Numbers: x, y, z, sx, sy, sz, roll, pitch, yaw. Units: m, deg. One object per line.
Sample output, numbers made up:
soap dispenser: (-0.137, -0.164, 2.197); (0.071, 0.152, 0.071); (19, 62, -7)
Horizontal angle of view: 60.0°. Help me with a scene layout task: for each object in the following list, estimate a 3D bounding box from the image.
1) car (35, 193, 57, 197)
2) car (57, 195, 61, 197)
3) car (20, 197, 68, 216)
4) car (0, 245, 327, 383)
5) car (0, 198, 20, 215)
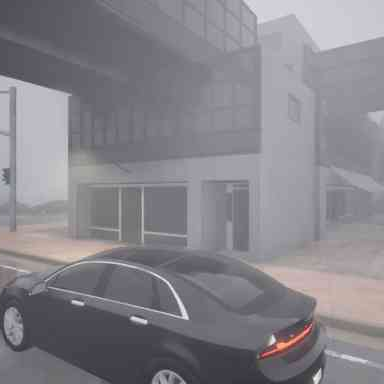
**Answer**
car: (-31.200, 1.153, 69.870); (4.605, 1.855, 1.932); (0, 0, 35)
car: (-29.471, 1.364, 72.196); (3.905, 1.438, 1.784); (0, 0, 35)
car: (-13.966, 1.505, 33.197); (1.837, 1.490, 4.892); (0, 0, 36)
car: (-0.788, 1.505, 4.555); (4.892, 1.490, 1.837); (0, 0, 36)
car: (-18.344, 1.564, 33.145); (1.994, 1.385, 4.181); (0, 0, 36)
